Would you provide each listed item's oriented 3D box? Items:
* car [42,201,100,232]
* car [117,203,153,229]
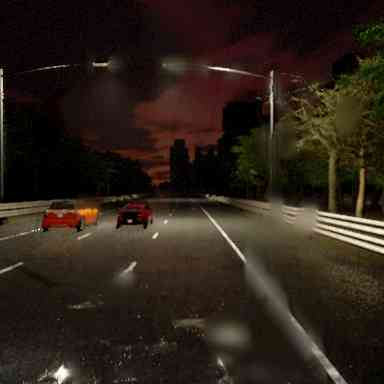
[{"bbox_3d":[-7.012,1.281,19.782,2.097,1.767,4.553,0,0,-1],"label":"car"},{"bbox_3d":[-3.539,1.449,21.093,1.812,1.442,4.674,0,0,-1],"label":"car"}]
